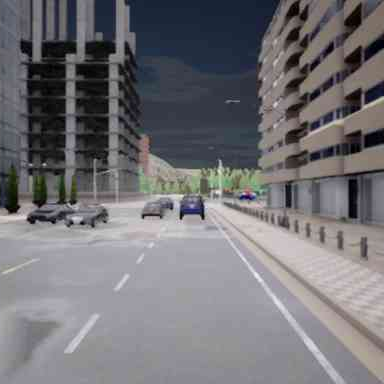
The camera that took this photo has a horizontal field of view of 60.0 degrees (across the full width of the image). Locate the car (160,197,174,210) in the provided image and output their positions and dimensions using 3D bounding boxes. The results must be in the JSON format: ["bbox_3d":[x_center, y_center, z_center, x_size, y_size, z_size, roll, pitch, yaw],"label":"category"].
[{"bbox_3d":[-3.476,1.440,43.930,2.097,1.767,4.553,0,0,0],"label":"car"}]

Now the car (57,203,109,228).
[{"bbox_3d":[-6.995,1.554,22.649,2.128,1.511,4.902,0,0,0],"label":"car"}]

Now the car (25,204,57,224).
[{"bbox_3d":[-10.526,1.598,25.367,2.033,1.411,5.357,0,0,1],"label":"car"}]

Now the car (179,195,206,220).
[{"bbox_3d":[0.011,1.283,29.352,2.150,2.045,5.566,0,0,0],"label":"car"}]

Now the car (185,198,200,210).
[{"bbox_3d":[0.025,1.567,44.570,1.882,1.535,5.008,0,0,0],"label":"car"}]

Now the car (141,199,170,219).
[{"bbox_3d":[-3.388,1.608,29.826,2.033,1.411,5.357,0,0,0],"label":"car"}]
